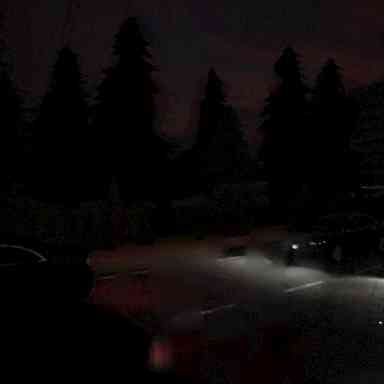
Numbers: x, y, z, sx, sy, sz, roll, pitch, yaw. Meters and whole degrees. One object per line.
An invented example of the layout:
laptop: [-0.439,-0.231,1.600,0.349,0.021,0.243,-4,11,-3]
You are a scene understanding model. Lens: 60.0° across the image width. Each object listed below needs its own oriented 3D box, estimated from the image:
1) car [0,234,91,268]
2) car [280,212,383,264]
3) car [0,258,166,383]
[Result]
car: [-4.072,1.493,5.385,4.902,1.511,2.128,0,0,-35]
car: [5.250,1.508,12.013,4.892,1.490,1.837,0,0,-36]
car: [-2.234,1.565,2.397,4.181,1.385,1.994,0,0,-35]
